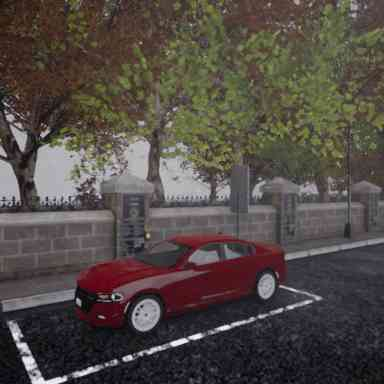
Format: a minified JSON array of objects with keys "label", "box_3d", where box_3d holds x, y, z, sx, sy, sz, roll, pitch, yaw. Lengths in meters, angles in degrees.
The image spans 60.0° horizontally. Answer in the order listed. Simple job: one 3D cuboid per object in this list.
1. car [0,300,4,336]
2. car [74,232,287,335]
[{"label":"car","box_3d":[-4.490,1.552,3.449,4.403,1.369,2.008,0,0,-36]},{"label":"car","box_3d":[-0.012,1.543,6.712,4.507,1.381,1.887,0,0,-36]}]
